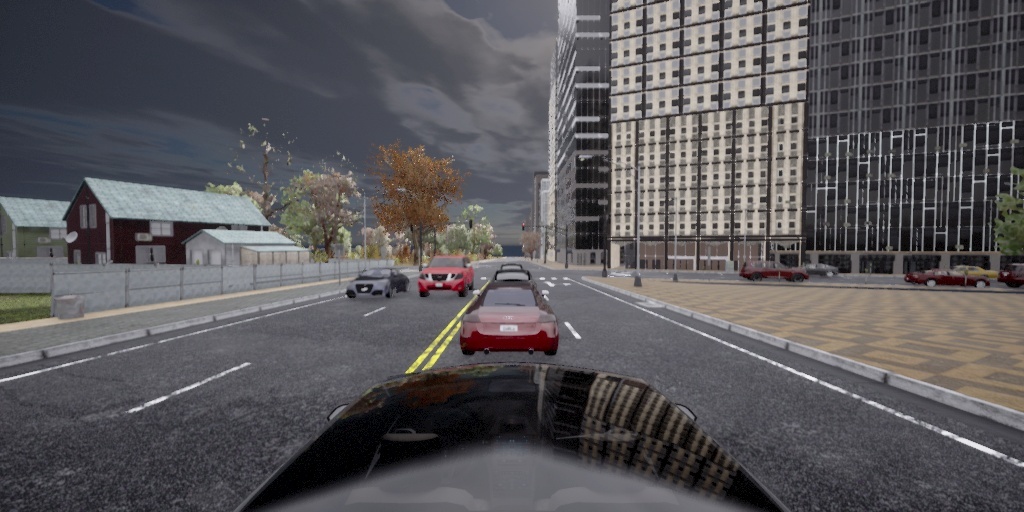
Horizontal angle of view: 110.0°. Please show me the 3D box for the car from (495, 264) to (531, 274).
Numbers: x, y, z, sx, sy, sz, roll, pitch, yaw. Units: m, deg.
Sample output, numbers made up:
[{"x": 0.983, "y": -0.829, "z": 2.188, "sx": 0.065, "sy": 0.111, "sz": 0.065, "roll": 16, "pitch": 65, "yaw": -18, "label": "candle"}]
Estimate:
[{"x": 0.030, "y": 1.242, "z": 14.027, "sx": 1.837, "sy": 1.490, "sz": 4.892, "roll": 0, "pitch": 0, "yaw": 0, "label": "car"}]

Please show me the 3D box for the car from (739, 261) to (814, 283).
[{"x": 22.979, "y": 1.373, "z": 31.715, "sx": 5.009, "sy": 1.841, "sz": 2.192, "roll": 0, "pitch": 0, "yaw": 20, "label": "car"}]

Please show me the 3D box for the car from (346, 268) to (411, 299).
[{"x": -6.535, "y": 1.298, "z": 17.905, "sx": 1.994, "sy": 1.385, "sz": 4.181, "roll": 0, "pitch": 0, "yaw": 1, "label": "car"}]

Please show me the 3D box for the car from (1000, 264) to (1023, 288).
[{"x": 38.955, "y": 1.514, "z": 25.887, "sx": 5.009, "sy": 1.841, "sz": 2.192, "roll": 0, "pitch": 0, "yaw": 20, "label": "car"}]

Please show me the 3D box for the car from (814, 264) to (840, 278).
[{"x": 31.006, "y": 1.444, "z": 37.173, "sx": 4.403, "sy": 1.370, "sz": 2.007, "roll": 0, "pitch": 0, "yaw": 20, "label": "car"}]

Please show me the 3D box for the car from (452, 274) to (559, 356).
[{"x": -0.032, "y": 1.306, "z": 8.642, "sx": 1.994, "sy": 1.385, "sz": 4.181, "roll": 0, "pitch": 0, "yaw": 1, "label": "car"}]

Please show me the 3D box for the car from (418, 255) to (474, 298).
[{"x": -3.278, "y": 0.959, "z": 18.865, "sx": 2.150, "sy": 2.045, "sz": 5.566, "roll": 0, "pitch": 0, "yaw": 0, "label": "car"}]

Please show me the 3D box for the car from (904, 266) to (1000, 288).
[{"x": 33.629, "y": 1.697, "z": 27.830, "sx": 4.507, "sy": 1.381, "sz": 1.888, "roll": 0, "pitch": 0, "yaw": 20, "label": "car"}]
